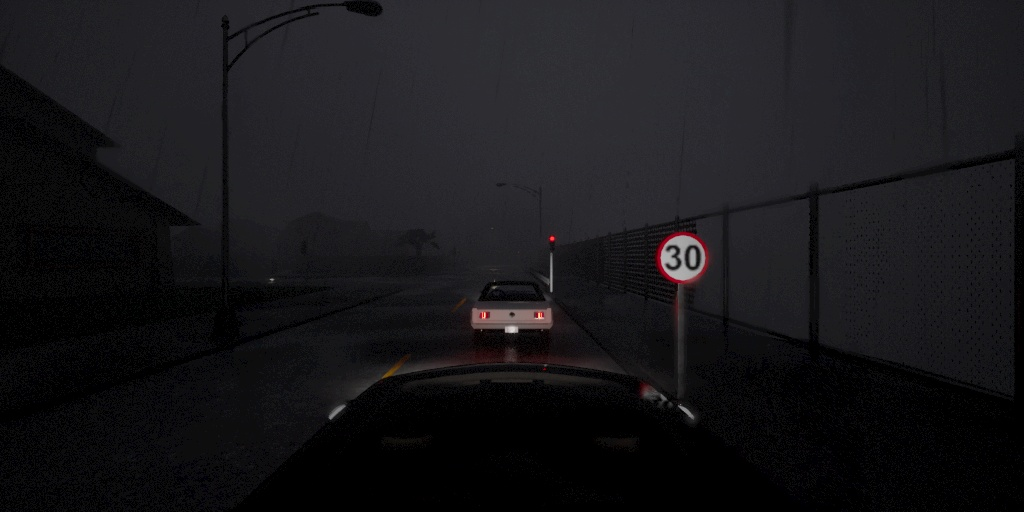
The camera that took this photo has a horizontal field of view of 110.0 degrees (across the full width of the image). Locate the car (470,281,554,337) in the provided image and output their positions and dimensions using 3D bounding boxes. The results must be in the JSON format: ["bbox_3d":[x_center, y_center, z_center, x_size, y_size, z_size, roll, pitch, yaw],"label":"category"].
[{"bbox_3d":[-0.001,1.351,10.210,1.895,1.301,4.718,0,0,0],"label":"car"}]

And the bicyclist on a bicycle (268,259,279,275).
[{"bbox_3d":[-24.318,1.099,36.521,0.582,1.620,1.656,0,0,0],"label":"bicyclist on a bicycle"}]
